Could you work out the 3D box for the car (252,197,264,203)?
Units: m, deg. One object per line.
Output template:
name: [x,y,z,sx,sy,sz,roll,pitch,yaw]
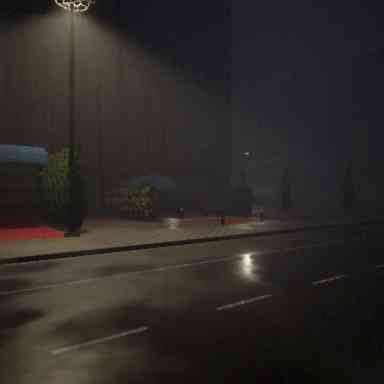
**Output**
car: [12.232,1.615,67.147,1.895,1.301,4.718,0,0,-35]
